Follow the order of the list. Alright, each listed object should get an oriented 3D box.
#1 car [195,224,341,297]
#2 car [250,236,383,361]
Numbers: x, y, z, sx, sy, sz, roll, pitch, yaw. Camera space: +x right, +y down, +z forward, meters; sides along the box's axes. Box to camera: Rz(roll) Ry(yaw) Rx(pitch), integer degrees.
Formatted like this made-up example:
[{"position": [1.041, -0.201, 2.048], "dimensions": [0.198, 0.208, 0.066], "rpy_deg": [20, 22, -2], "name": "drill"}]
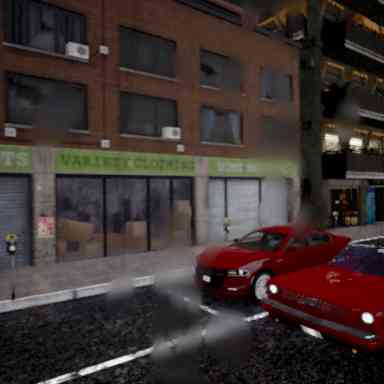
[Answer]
[{"position": [2.129, 1.508, 8.088], "dimensions": [4.507, 1.381, 1.887], "rpy_deg": [0, 0, -35], "name": "car"}, {"position": [3.419, 1.566, 5.764], "dimensions": [4.718, 1.301, 1.895], "rpy_deg": [0, 0, -35], "name": "car"}]
